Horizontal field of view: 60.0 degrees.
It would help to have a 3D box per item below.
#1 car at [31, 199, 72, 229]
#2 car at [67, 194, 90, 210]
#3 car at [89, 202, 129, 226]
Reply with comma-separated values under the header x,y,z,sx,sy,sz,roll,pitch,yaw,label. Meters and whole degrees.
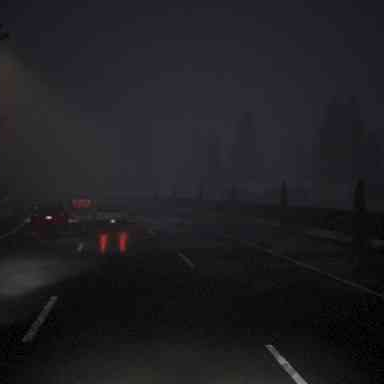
x,y,z,sx,sy,sz,roll,pitch,yaw,label
-8.601,1.380,20.339,1.994,1.385,4.181,1,0,-19,car
-13.039,1.060,38.015,2.097,1.767,4.553,1,0,-29,car
-5.531,1.466,22.176,1.895,1.301,4.718,1,0,-20,car
